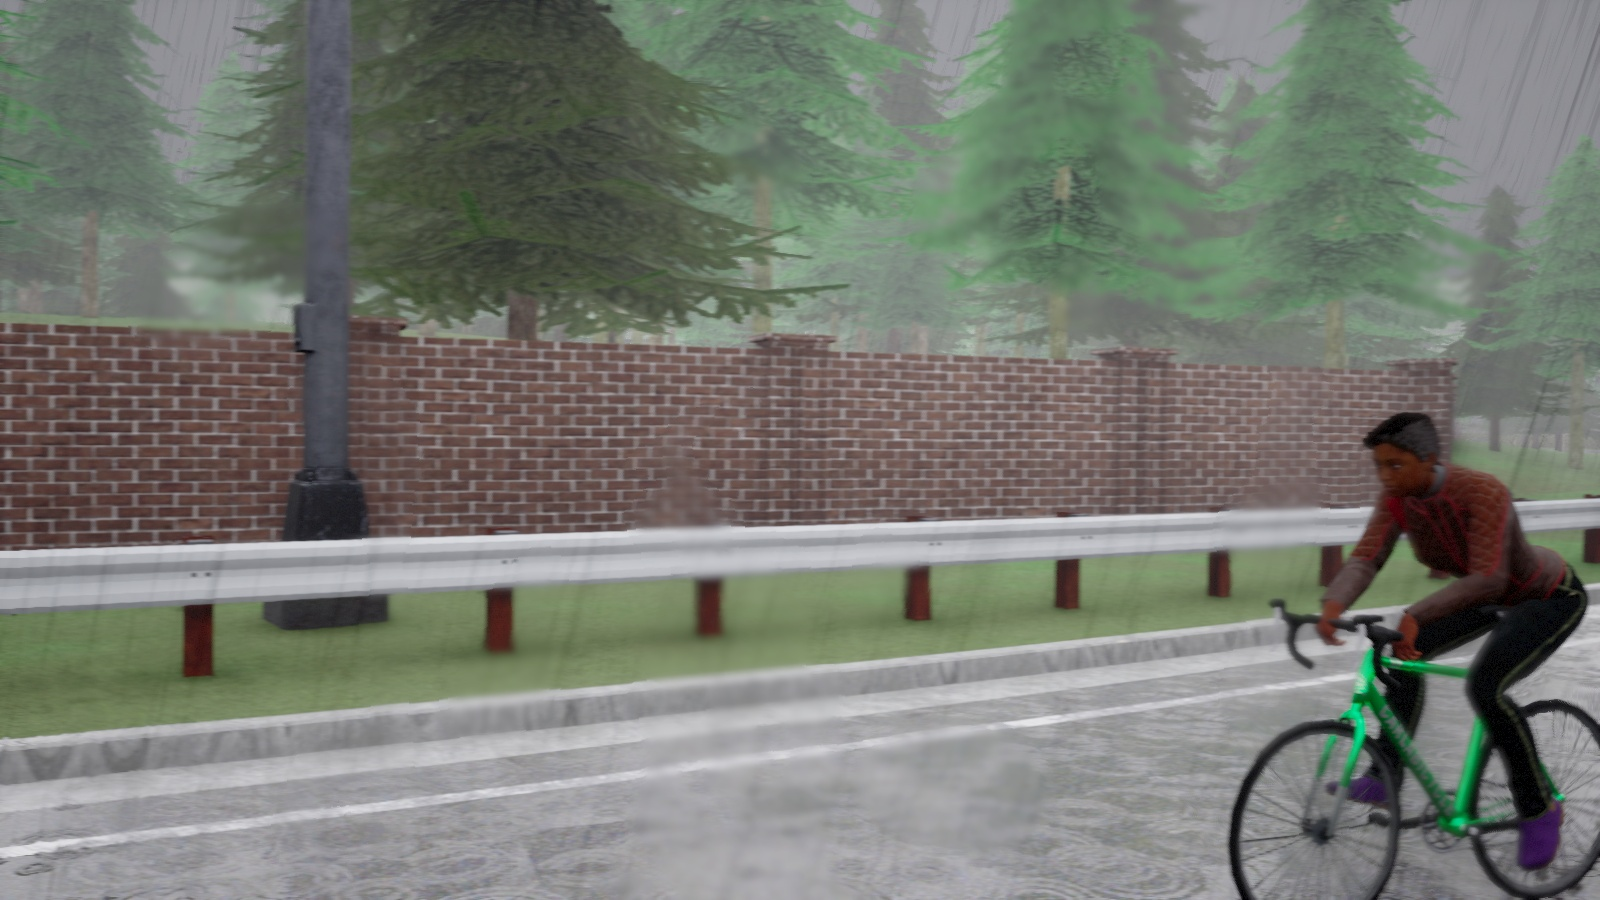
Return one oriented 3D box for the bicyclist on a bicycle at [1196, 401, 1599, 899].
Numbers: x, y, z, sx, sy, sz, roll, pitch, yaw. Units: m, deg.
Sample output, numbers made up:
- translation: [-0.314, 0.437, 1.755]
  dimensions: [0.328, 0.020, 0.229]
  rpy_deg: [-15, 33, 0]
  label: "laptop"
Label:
- translation: [2.159, 0.661, 4.058]
  dimensions: [1.656, 1.620, 0.582]
  rpy_deg: [-1, 1, -21]
  label: "bicyclist on a bicycle"
